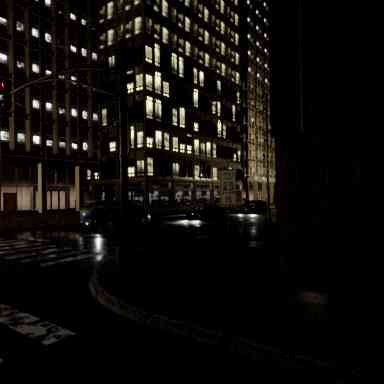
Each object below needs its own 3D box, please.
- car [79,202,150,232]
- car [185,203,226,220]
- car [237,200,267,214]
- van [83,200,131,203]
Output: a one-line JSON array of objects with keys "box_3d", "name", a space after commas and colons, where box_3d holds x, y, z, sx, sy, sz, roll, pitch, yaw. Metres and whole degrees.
[{"box_3d": [-4.659, 1.571, 20.982, 1.837, 1.490, 4.892, -1, -1, 33], "name": "car"}, {"box_3d": [1.205, 1.649, 29.083, 1.994, 1.385, 4.181, -1, -1, 36], "name": "car"}, {"box_3d": [7.104, 1.631, 37.269, 1.812, 1.442, 4.674, -1, -1, 36], "name": "car"}, {"box_3d": [-6.000, 1.460, 23.517, 1.690, 1.788, 3.998, -2, -1, 36], "name": "van"}]
